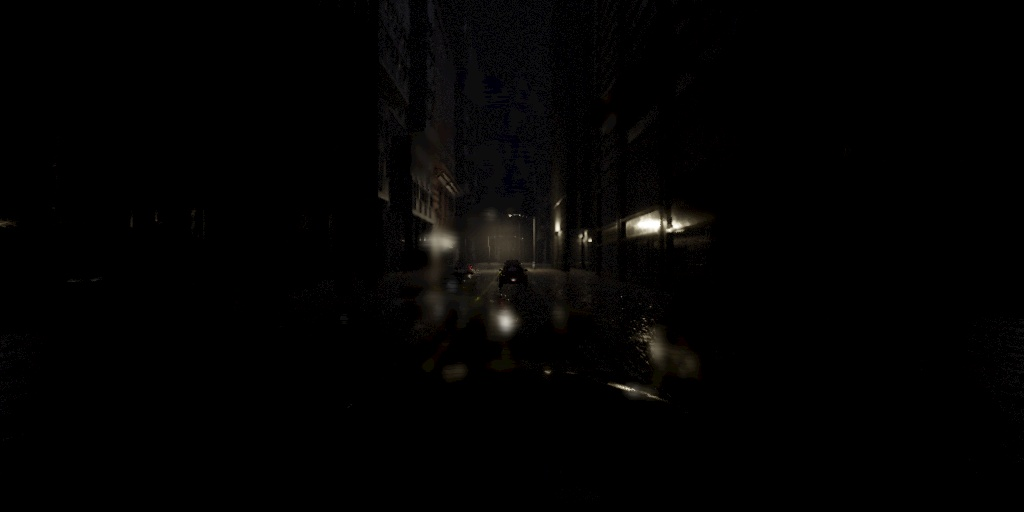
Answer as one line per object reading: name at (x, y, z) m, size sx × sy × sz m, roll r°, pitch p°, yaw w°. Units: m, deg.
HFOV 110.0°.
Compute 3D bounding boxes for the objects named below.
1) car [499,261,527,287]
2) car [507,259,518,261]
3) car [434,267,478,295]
car at (0.083, 1.305, 24.574) m, size 1.812 × 1.442 × 4.674 m, roll 0°, pitch 0°, yaw 0°
car at (0.065, 1.189, 44.448) m, size 2.097 × 1.767 × 4.553 m, roll 0°, pitch 0°, yaw 0°
car at (-3.015, 1.334, 20.053) m, size 1.994 × 1.385 × 4.181 m, roll 0°, pitch 0°, yaw 0°
